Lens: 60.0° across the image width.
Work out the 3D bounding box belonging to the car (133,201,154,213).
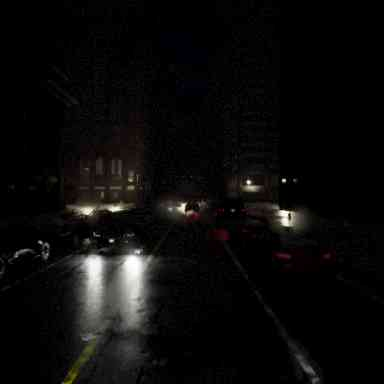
[{"bbox_3d":[-5.761,1.957,38.085,1.802,1.307,4.206,0,-1,0],"label":"car"}]

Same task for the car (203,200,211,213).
[{"bbox_3d":[2.764,2.000,43.723,1.947,1.339,4.313,0,-1,0],"label":"car"}]

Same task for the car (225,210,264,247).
[{"bbox_3d":[2.762,1.732,15.544,1.802,1.307,4.206,0,-1,0],"label":"car"}]

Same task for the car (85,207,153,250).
[{"bbox_3d":[-3.098,1.651,15.221,1.837,1.490,4.892,0,-1,0],"label":"car"}]

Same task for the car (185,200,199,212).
[{"bbox_3d":[0.034,2.048,45.036,1.895,1.301,4.718,0,-1,1],"label":"car"}]

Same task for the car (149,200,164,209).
[{"bbox_3d":[-5.760,2.103,54.994,2.008,1.369,4.403,0,-1,0],"label":"car"}]

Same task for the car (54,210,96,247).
[{"bbox_3d":[-5.763,1.700,15.539,2.008,1.369,4.403,0,-1,0],"label":"car"}]

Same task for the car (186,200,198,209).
[{"bbox_3d":[0.007,2.149,58.130,1.994,1.385,4.181,0,-1,0],"label":"car"}]

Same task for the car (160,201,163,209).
[{"bbox_3d":[-5.760,2.058,49.357,1.947,1.339,4.313,0,-1,0],"label":"car"}]

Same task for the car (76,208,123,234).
[{"bbox_3d":[-5.763,1.787,21.176,1.802,1.307,4.206,0,-1,0],"label":"car"}]

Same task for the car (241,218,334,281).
[{"bbox_3d":[2.761,1.677,9.908,1.802,1.307,4.206,0,-1,0],"label":"car"}]

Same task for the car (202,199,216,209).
[{"bbox_3d":[2.764,1.992,54.996,1.967,1.590,4.097,0,-1,0],"label":"car"}]

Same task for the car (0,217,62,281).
[{"bbox_3d":[-5.764,1.661,9.903,1.947,1.339,4.313,0,-1,0],"label":"car"}]

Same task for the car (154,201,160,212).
[{"bbox_3d":[-5.761,1.999,43.721,1.947,1.339,4.313,0,-1,0],"label":"car"}]

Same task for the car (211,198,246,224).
[{"bbox_3d":[3.003,1.488,27.067,2.150,2.045,5.566,0,-1,0],"label":"car"}]

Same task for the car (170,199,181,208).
[{"bbox_3d":[-2.994,2.103,61.303,1.882,1.535,5.008,0,-1,0],"label":"car"}]
